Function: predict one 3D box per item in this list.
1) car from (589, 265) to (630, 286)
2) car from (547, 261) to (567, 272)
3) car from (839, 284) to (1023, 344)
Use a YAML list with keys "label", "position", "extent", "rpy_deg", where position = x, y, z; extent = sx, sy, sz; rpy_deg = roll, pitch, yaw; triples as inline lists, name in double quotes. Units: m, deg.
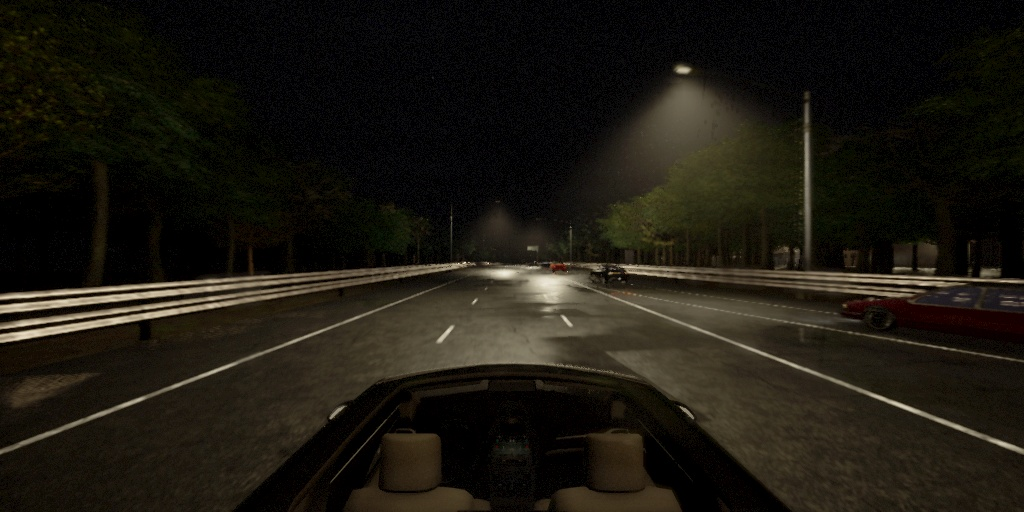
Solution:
- label: "car"
  position: [7.587, 1.469, 28.356]
  extent: [2.128, 1.511, 4.902]
  rpy_deg: [0, 0, -5]
- label: "car"
  position: [7.030, 1.544, 54.920]
  extent: [2.097, 1.767, 4.553]
  rpy_deg: [0, -1, 0]
- label: "car"
  position: [11.441, 1.379, 8.576]
  extent: [2.033, 1.411, 5.357]
  rpy_deg: [0, 0, -17]
